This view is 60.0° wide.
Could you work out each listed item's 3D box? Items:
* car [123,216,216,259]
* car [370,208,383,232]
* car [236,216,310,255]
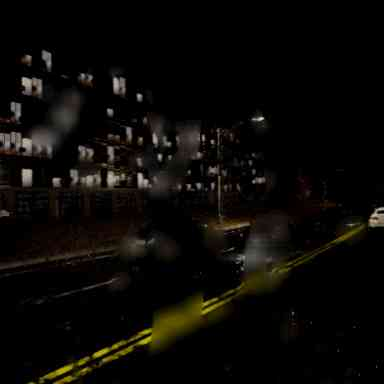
[{"bbox_3d":[-0.720,1.747,13.898,1.812,1.442,4.674,-1,-1,36],"label":"car"},{"bbox_3d":[12.361,1.693,20.889,1.812,1.442,4.674,-1,-1,34],"label":"car"},{"bbox_3d":[3.573,1.740,14.280,1.994,1.385,4.181,-1,-1,35],"label":"car"}]
